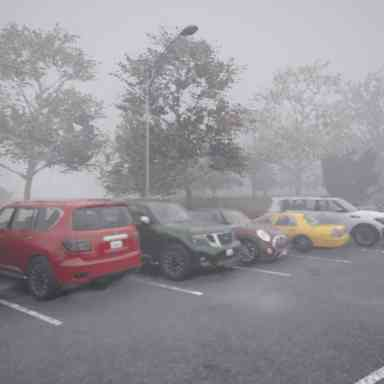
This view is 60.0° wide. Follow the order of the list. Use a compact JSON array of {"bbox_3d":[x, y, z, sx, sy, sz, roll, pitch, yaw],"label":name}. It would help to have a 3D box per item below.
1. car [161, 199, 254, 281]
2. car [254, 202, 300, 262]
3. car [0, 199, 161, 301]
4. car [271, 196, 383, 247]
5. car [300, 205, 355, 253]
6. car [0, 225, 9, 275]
[{"bbox_3d":[-1.270,1.235,10.208,5.566,2.045,2.435,-1,-1,36],"label":"car"},{"bbox_3d":[1.136,1.364,11.909,4.553,1.767,2.185,-1,-1,36],"label":"car"},{"bbox_3d":[-3.774,1.233,8.552,5.566,2.045,2.435,-1,-1,35],"label":"car"},{"bbox_3d":[6.124,1.221,15.193,5.566,2.045,2.435,-1,-1,36],"label":"car"},{"bbox_3d":[3.468,1.485,13.653,5.366,1.575,1.946,-1,0,36],"label":"car"},{"bbox_3d":[-6.191,1.481,6.842,4.892,1.521,2.231,-1,0,35],"label":"car"}]
